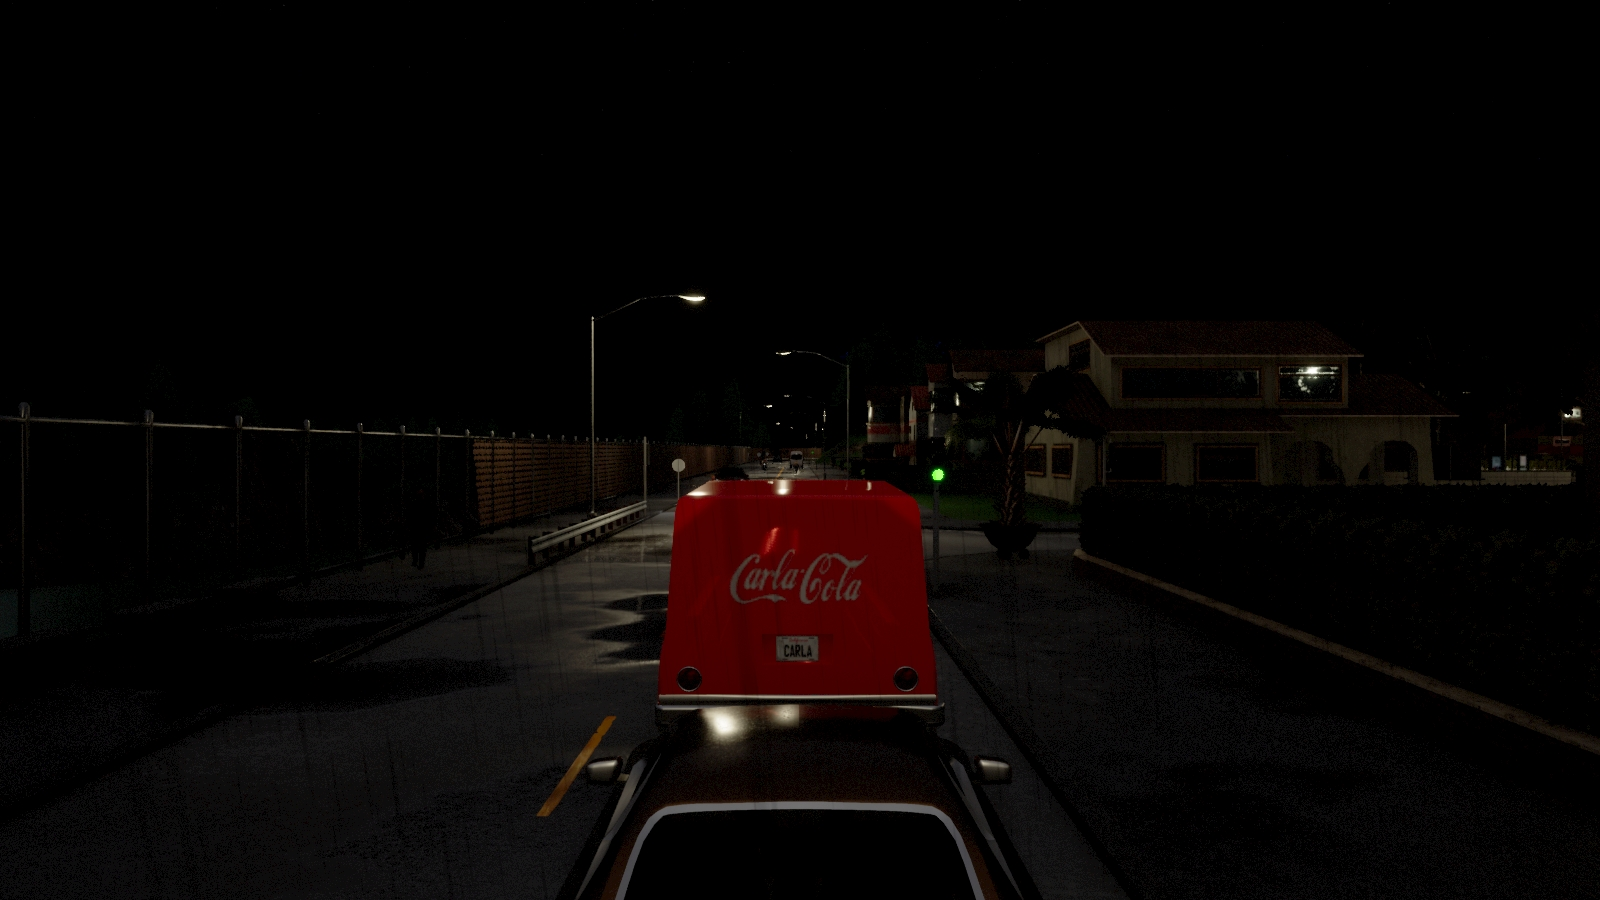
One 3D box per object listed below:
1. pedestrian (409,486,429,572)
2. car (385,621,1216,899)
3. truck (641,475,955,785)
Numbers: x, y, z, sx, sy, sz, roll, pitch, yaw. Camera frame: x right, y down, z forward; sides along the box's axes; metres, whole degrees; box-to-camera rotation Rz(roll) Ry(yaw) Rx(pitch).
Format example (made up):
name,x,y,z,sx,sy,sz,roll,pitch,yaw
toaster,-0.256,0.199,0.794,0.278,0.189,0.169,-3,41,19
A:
name,x,y,z,sx,sy,sz,roll,pitch,yaw
pedestrian,-8.413,1.735,25.244,0.375,1.860,0.375,0,0,-9
car,-0.006,1.989,5.238,2.152,1.651,5.027,0,0,0
truck,-0.025,1.564,12.158,2.627,2.467,5.204,0,0,0
